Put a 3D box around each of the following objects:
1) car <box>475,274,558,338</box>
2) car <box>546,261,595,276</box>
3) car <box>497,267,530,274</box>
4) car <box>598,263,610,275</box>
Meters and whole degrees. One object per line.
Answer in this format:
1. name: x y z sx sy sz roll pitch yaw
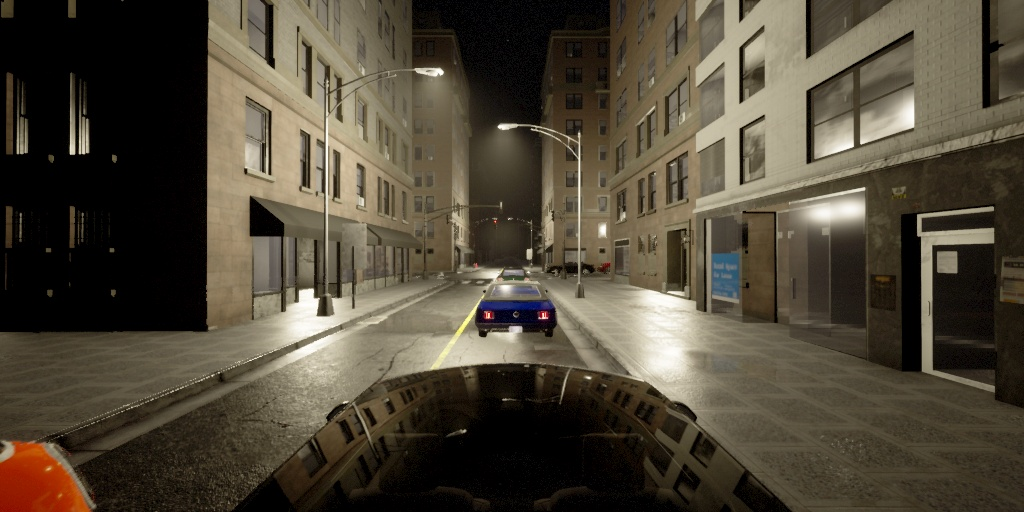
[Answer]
1. car: 0.096 1.352 10.226 1.895 1.301 4.718 0 0 0
2. car: 6.142 1.256 37.787 5.008 1.535 1.882 0 0 5
3. car: 0.086 1.321 20.115 1.994 1.385 4.181 0 0 0
4. car: 12.242 1.102 40.016 5.009 1.841 2.192 0 0 0
